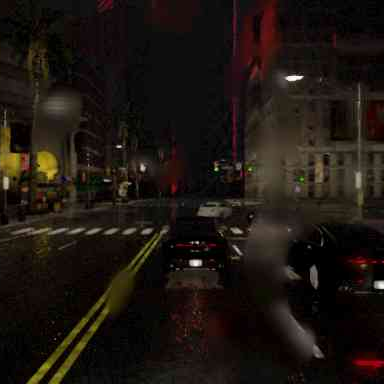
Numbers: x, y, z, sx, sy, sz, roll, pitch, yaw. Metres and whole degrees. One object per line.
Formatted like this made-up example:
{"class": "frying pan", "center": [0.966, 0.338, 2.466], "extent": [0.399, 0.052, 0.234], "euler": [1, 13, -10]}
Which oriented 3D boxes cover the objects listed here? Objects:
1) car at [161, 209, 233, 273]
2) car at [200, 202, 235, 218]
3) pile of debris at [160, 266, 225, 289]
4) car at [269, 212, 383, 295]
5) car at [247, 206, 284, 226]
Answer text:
{"class": "car", "center": [0.094, 1.504, 10.604], "extent": [1.837, 1.490, 4.892], "euler": [0, 0, 0]}
{"class": "car", "center": [1.994, 1.527, 27.006], "extent": [1.812, 1.442, 4.674], "euler": [-1, 0, 24]}
{"class": "pile of debris", "center": [0.002, 2.176, 8.593], "extent": [1.500, 0.140, 1.860], "euler": [0, 0, 0]}
{"class": "car", "center": [3.603, 1.506, 8.729], "extent": [1.837, 1.490, 4.892], "euler": [0, 0, 0]}
{"class": "car", "center": [5.247, 1.602, 23.117], "extent": [1.895, 1.301, 4.718], "euler": [0, 0, 22]}
